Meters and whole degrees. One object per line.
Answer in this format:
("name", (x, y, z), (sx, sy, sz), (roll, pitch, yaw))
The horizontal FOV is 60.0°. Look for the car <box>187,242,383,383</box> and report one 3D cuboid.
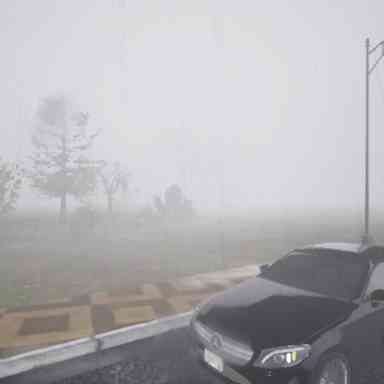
("car", (2.125, 1.539, 4.898), (4.674, 1.442, 1.812), (0, 0, -36))
